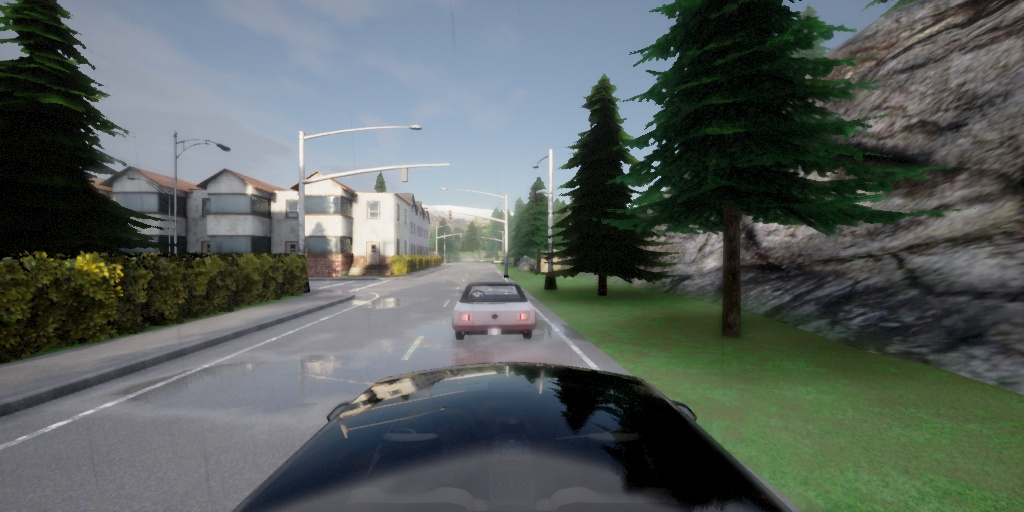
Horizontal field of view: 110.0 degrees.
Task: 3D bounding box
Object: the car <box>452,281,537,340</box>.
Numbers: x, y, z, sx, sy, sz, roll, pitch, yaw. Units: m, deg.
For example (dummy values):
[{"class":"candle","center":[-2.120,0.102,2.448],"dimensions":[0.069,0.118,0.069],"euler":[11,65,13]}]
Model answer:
[{"class":"car","center":[-0.533,1.351,9.979],"dimensions":[1.895,1.301,4.718],"euler":[0,0,-4]}]
